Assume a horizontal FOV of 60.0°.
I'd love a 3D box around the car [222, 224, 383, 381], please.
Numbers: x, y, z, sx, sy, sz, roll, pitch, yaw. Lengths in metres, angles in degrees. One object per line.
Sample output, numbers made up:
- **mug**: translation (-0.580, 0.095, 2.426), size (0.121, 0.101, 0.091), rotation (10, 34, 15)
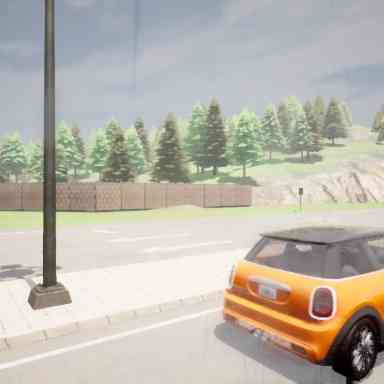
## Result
- **car**: translation (2.745, 1.353, 5.705), size (4.553, 1.767, 2.097), rotation (0, 0, -35)
